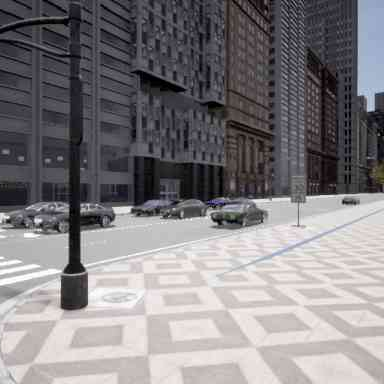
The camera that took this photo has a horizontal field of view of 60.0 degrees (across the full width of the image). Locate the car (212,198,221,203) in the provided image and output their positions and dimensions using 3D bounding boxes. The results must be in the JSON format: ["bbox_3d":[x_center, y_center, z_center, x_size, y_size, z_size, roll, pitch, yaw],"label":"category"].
[{"bbox_3d":[3.149,1.367,38.400,1.895,1.301,4.718,0,0,36],"label":"car"}]

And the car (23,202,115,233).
[{"bbox_3d":[-6.662,1.401,19.255,2.128,1.511,4.902,0,0,34],"label":"car"}]

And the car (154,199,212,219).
[{"bbox_3d":[-0.629,1.350,27.610,1.837,1.490,4.892,0,0,36],"label":"car"}]

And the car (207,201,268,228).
[{"bbox_3d":[3.220,1.480,21.495,1.895,1.301,4.718,0,0,36],"label":"car"}]

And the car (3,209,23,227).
[{"bbox_3d":[-9.276,1.393,21.153,2.128,1.511,4.902,0,0,37],"label":"car"}]

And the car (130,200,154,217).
[{"bbox_3d":[-3.081,1.383,29.767,2.033,1.411,5.357,0,0,36],"label":"car"}]

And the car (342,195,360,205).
[{"bbox_3d":[24.260,1.200,50.699,1.994,1.385,4.181,0,1,36],"label":"car"}]

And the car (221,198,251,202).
[{"bbox_3d":[5.305,1.344,35.829,1.994,1.385,4.181,0,0,36],"label":"car"}]
